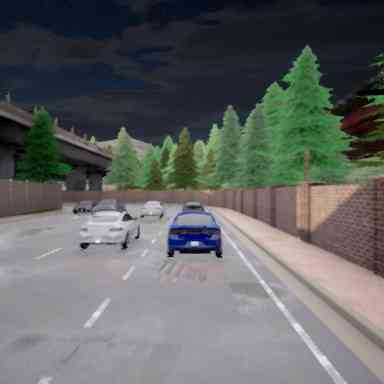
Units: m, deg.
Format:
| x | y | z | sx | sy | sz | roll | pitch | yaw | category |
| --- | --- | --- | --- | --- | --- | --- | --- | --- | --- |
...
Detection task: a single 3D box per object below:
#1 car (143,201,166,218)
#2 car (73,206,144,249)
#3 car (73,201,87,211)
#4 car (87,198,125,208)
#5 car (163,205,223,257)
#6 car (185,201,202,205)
| x | y | z | sx | sy | sz | roll | pitch | yaw | category |
| --- | --- | --- | --- | --- | --- | --- | --- | --- | --- |
| -3.404 | 1.524 | 29.692 | 1.812 | 1.442 | 4.674 | 0 | 0 | 0 | car |
| -3.410 | 1.525 | 14.324 | 1.812 | 1.442 | 4.674 | 0 | 0 | 0 | car |
| -10.673 | 1.562 | 34.135 | 1.994 | 1.385 | 4.181 | 0 | 0 | -1 | car |
| -7.109 | 1.351 | 28.640 | 2.097 | 1.767 | 4.553 | 0 | 0 | 0 | car |
| 0.098 | 1.477 | 12.977 | 1.882 | 1.535 | 5.008 | 0 | 0 | 0 | car |
| 0.105 | 1.504 | 28.687 | 1.837 | 1.490 | 4.892 | 0 | 0 | 0 | car |
